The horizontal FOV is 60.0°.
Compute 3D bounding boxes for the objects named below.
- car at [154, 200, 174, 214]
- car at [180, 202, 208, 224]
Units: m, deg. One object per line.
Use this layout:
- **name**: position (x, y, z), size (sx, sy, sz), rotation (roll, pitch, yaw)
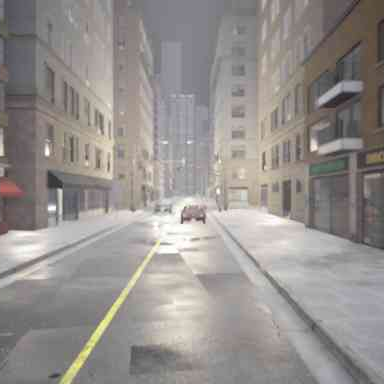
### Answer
- **car**: position (-3.011, 1.579, 36.009), size (2.128, 1.511, 4.902), rotation (0, 0, 0)
- **car**: position (0.085, 1.657, 25.297), size (1.895, 1.301, 4.718), rotation (0, 0, 0)
